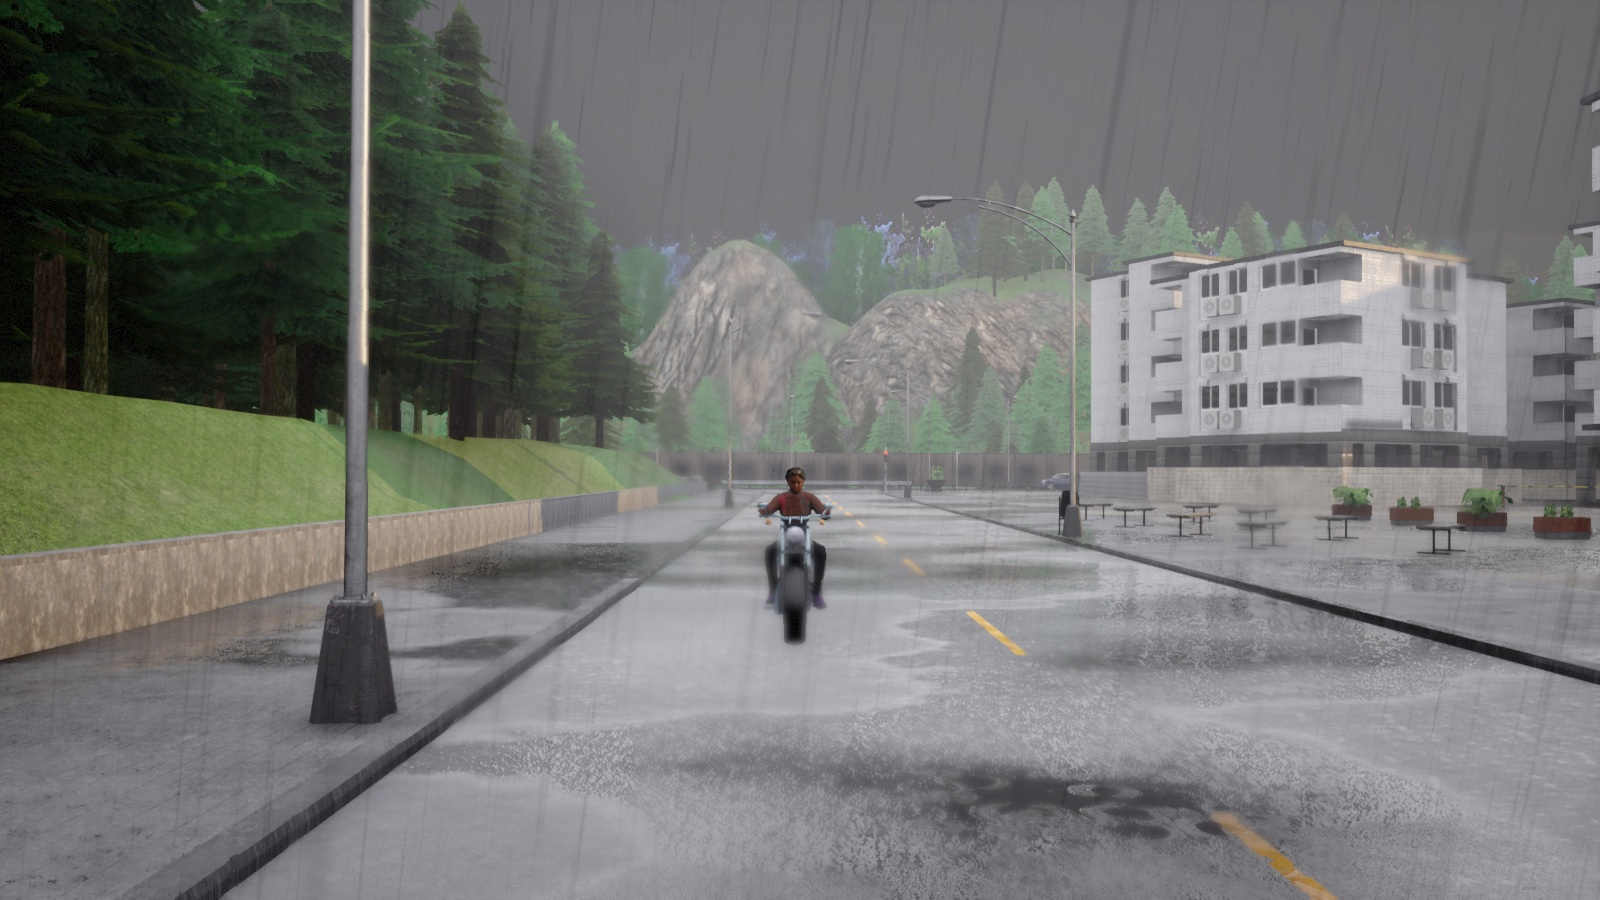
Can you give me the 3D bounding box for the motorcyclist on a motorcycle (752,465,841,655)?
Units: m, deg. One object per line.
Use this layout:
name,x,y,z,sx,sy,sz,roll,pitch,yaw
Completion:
motorcyclist on a motorcycle,-0.036,0.969,12.106,0.766,1.649,2.350,0,-1,0
